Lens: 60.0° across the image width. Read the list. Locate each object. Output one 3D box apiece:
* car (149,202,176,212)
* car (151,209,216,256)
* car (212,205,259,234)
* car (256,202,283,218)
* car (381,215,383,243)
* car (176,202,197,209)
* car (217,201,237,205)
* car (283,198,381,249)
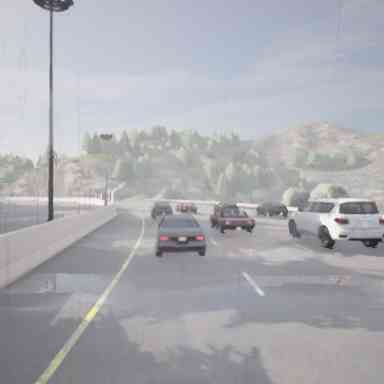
[{"bbox_3d":[-2.958,1.713,32.017,1.837,1.490,4.892,0,0,-10],"label":"car"},{"bbox_3d":[-0.535,1.635,13.590,2.033,1.411,5.357,0,0,-5],"label":"car"},{"bbox_3d":[2.310,1.726,20.408,1.895,1.301,4.718,0,0,-6],"label":"car"},{"bbox_3d":[7.643,1.694,32.309,1.837,1.490,4.892,0,0,-10],"label":"car"},{"bbox_3d":[10.009,1.541,12.987,1.882,1.535,5.008,0,0,-4],"label":"car"},{"bbox_3d":[-0.763,1.849,38.985,1.895,1.301,4.718,0,0,-12],"label":"car"},{"bbox_3d":[3.570,1.720,35.120,1.837,1.490,4.892,0,0,-11],"label":"car"},{"bbox_3d":[6.338,1.306,15.273,2.150,2.045,5.566,0,0,-5],"label":"car"}]
